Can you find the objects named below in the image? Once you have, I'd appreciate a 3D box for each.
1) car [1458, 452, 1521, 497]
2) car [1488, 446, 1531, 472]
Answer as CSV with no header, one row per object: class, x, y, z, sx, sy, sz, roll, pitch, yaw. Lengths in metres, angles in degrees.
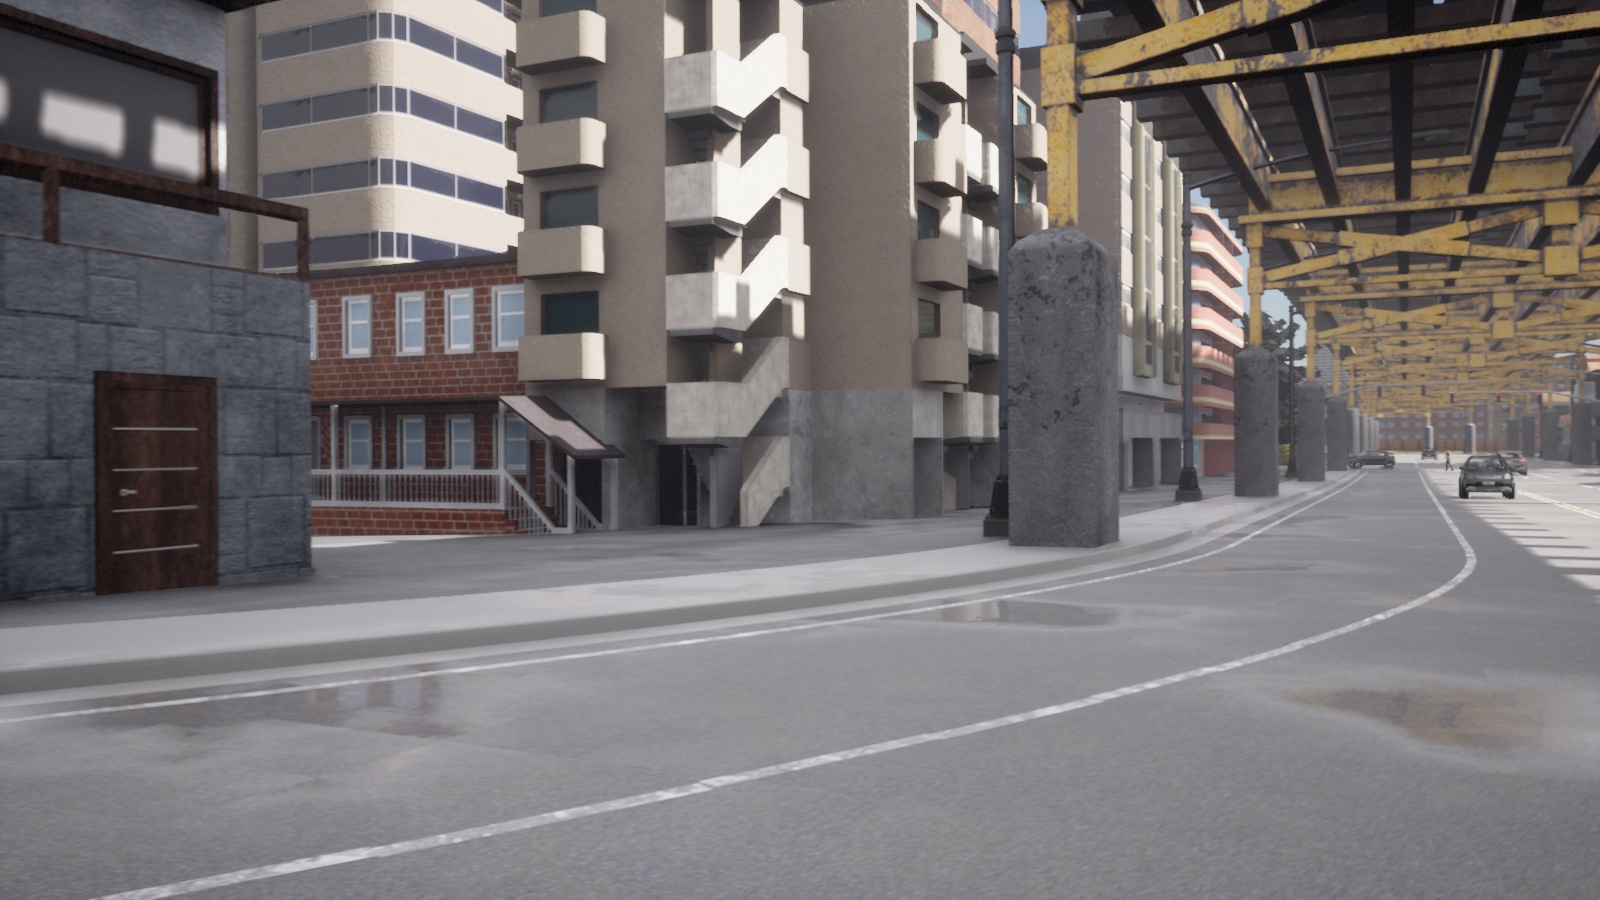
car,24.818,0.875,45.306,1.789,1.549,3.705,-1,-1,26
car,47.688,0.573,84.461,2.242,1.667,4.611,-1,0,26
